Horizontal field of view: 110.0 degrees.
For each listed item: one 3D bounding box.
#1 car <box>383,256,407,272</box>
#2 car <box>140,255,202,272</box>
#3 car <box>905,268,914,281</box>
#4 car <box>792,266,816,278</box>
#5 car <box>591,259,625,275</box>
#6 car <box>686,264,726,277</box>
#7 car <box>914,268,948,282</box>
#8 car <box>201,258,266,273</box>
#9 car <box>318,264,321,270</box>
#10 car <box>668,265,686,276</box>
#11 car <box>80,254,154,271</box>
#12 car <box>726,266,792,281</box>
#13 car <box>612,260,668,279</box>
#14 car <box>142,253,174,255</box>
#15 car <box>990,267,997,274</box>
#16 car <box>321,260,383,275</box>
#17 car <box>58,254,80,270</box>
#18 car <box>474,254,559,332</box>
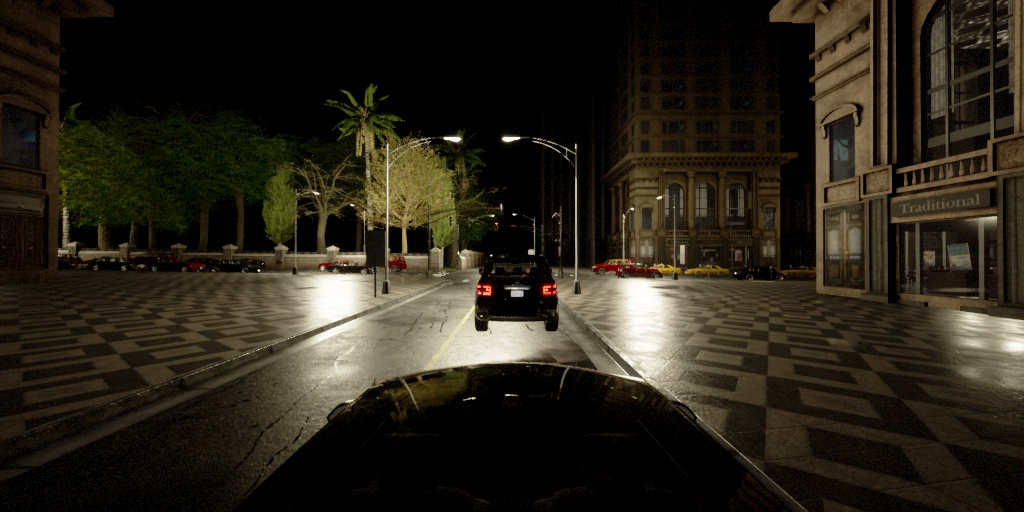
[{"bbox_3d":[-14.916,0.927,42.194,5.009,1.841,2.192,0,0,0],"label":"car"},{"bbox_3d":[-31.514,0.859,33.740,4.507,1.381,1.888,0,0,0],"label":"car"},{"bbox_3d":[34.055,1.802,33.457,4.313,1.339,1.948,0,0,0],"label":"car"},{"bbox_3d":[33.914,1.811,41.983,4.829,1.417,1.751,0,0,0],"label":"car"},{"bbox_3d":[11.922,1.310,42.078,5.009,1.841,2.192,0,0,0],"label":"car"},{"bbox_3d":[22.833,1.669,42.031,4.829,1.417,1.751,0,0,0],"label":"car"},{"bbox_3d":[39.596,1.888,33.433,4.207,1.307,1.802,0,0,0],"label":"car"},{"bbox_3d":[-25.989,0.964,33.716,4.313,1.339,1.948,0,0,0],"label":"car"},{"bbox_3d":[-20.440,1.076,42.218,4.507,1.381,1.888,0,0,0],"label":"car"},{"bbox_3d":[17.293,1.595,42.055,4.829,1.417,1.751,0,0,0],"label":"car"},{"bbox_3d":[-37.037,0.780,33.764,4.403,1.370,2.007,0,0,0],"label":"car"},{"bbox_3d":[22.976,1.659,33.505,4.313,1.339,1.948,0,0,0],"label":"car"},{"bbox_3d":[11.896,1.385,33.553,4.097,1.591,1.967,0,0,0],"label":"car"},{"bbox_3d":[-42.535,0.507,42.313,5.009,1.841,2.192,0,0,0],"label":"car"},{"bbox_3d":[45.137,1.813,33.409,4.097,1.591,1.967,0,0,0],"label":"car"},{"bbox_3d":[-14.941,1.113,33.669,4.403,1.370,2.007,0,0,0],"label":"car"},{"bbox_3d":[-42.561,0.725,33.788,4.207,1.307,1.802,0,0,0],"label":"car"},{"bbox_3d":[0.115,0.973,11.061,2.150,2.045,5.566,0,0,0],"label":"car"}]
